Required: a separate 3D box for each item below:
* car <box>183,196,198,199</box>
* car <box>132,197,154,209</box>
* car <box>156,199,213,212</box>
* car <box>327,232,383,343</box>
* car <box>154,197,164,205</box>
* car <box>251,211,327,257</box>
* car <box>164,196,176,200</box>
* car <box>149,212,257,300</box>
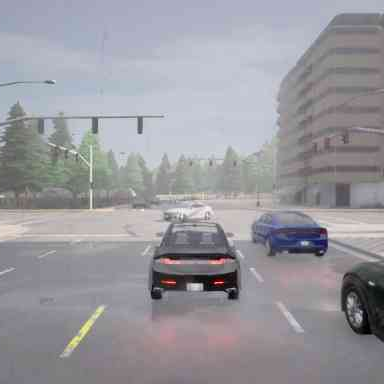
[{"bbox_3d":[-0.360,1.524,74.592,1.812,1.442,4.674,0,0,31],"label":"car"},{"bbox_3d":[-7.021,1.547,46.592,2.033,1.411,5.357,0,0,1],"label":"car"},{"bbox_3d":[-0.273,1.542,26.231,1.812,1.442,4.674,-1,-1,44],"label":"car"},{"bbox_3d":[3.601,1.352,3.883,2.097,1.767,4.553,0,0,0],"label":"car"},{"bbox_3d":[-6.445,1.564,55.963,1.994,1.385,4.181,0,0,5],"label":"car"},{"bbox_3d":[3.588,1.478,13.034,1.882,1.535,5.008,0,0,0],"label":"car"},{"bbox_3d":[-4.506,1.525,65.455,1.812,1.442,4.674,0,0,18],"label":"car"},{"bbox_3d":[0.068,1.491,8.389,2.128,1.511,4.902,0,0,0],"label":"car"}]
